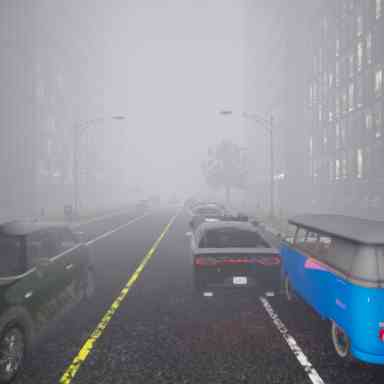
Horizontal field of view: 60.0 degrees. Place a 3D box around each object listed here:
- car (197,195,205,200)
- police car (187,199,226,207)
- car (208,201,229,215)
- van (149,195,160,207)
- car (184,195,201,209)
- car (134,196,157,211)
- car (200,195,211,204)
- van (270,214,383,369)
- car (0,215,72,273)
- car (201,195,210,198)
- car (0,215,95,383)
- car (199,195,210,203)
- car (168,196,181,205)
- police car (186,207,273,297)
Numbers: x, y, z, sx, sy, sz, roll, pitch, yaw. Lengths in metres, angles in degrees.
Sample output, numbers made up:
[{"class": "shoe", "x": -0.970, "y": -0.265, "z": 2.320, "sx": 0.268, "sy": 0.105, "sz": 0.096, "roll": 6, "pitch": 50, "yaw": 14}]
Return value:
[{"class": "car", "x": 2.472, "y": 1.463, "z": 90.978, "sx": 1.887, "sy": 1.381, "sz": 4.507, "roll": 0, "pitch": 0, "yaw": 0}, {"class": "police car", "x": 0.855, "y": 1.425, "z": 18.716, "sx": 1.930, "sy": 1.638, "sz": 5.238, "roll": 0, "pitch": 0, "yaw": 0}, {"class": "car", "x": 2.609, "y": 1.581, "z": 34.054, "sx": 1.802, "sy": 1.307, "sz": 4.206, "roll": 0, "pitch": 0, "yaw": 0}, {"class": "van", "x": -5.813, "y": 1.328, "z": 51.115, "sx": 1.690, "sy": 1.788, "sz": 3.998, "roll": 0, "pitch": 0, "yaw": 0}, {"class": "car", "x": -0.102, "y": 1.471, "z": 45.189, "sx": 1.882, "sy": 1.535, "sz": 5.008, "roll": 0, "pitch": 0, "yaw": 1}, {"class": "car", "x": -5.786, "y": 1.548, "z": 39.729, "sx": 2.008, "sy": 1.369, "sz": 4.403, "roll": 0, "pitch": 0, "yaw": 0}, {"class": "car", "x": 2.541, "y": 1.410, "z": 62.516, "sx": 1.967, "sy": 1.590, "sz": 4.097, "roll": 0, "pitch": 0, "yaw": 0}, {"class": "van", "x": 2.677, "y": 1.341, "z": 5.592, "sx": 1.690, "sy": 1.788, "sz": 3.998, "roll": 0, "pitch": 0, "yaw": 0}, {"class": "car", "x": -5.717, "y": 1.582, "z": 11.266, "sx": 1.802, "sy": 1.307, "sz": 4.206, "roll": 0, "pitch": 0, "yaw": 0}, {"class": "car", "x": 2.582, "y": 1.544, "z": 45.439, "sx": 2.008, "sy": 1.369, "sz": 4.403, "roll": 0, "pitch": 0, "yaw": 0}, {"class": "car", "x": -3.112, "y": 1.352, "z": 5.232, "sx": 2.097, "sy": 1.767, "sz": 4.553, "roll": 0, "pitch": 0, "yaw": 0}, {"class": "car", "x": 2.527, "y": 1.401, "z": 68.208, "sx": 1.967, "sy": 1.590, "sz": 4.097, "roll": 0, "pitch": 0, "yaw": 0}, {"class": "car", "x": -3.143, "y": 1.501, "z": 59.383, "sx": 1.812, "sy": 1.442, "sz": 4.674, "roll": 0, "pitch": 0, "yaw": 0}, {"class": "police car", "x": 0.879, "y": 1.425, "z": 8.716, "sx": 1.930, "sy": 1.638, "sz": 5.238, "roll": 0, "pitch": 0, "yaw": 0}]
